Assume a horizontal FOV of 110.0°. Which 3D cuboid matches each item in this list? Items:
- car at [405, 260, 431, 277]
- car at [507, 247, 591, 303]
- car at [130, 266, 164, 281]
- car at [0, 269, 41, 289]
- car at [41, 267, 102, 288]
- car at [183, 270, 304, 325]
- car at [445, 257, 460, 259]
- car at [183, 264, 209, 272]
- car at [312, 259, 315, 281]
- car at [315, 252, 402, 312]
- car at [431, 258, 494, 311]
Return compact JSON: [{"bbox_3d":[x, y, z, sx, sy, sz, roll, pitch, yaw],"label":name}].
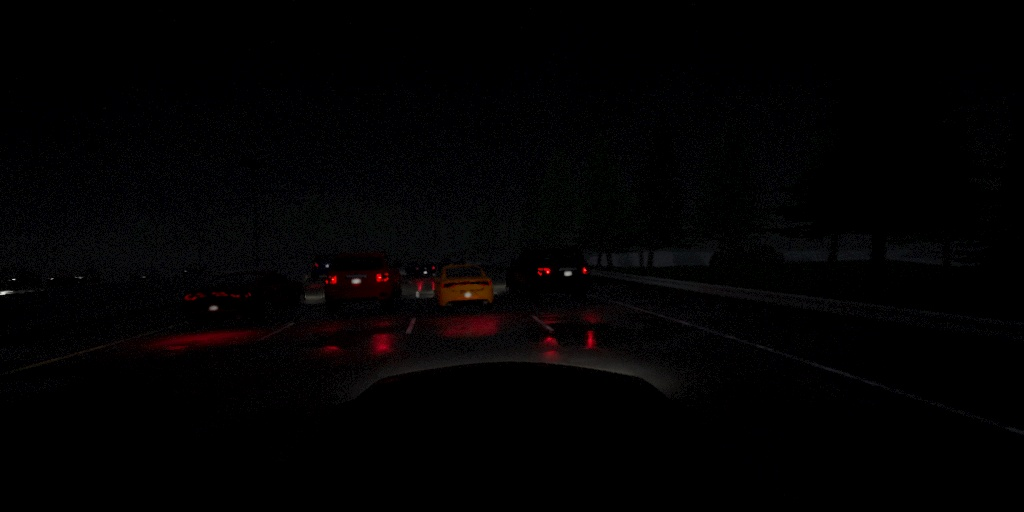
[{"bbox_3d":[-7.814,0.999,30.398,1.895,1.301,4.718,-2,1,-25],"label":"car"},{"bbox_3d":[1.316,0.674,15.026,2.150,2.045,5.566,-2,1,-14],"label":"car"},{"bbox_3d":[-34.915,1.651,34.378,1.895,1.301,4.718,-2,1,-39],"label":"car"},{"bbox_3d":[-38.711,1.772,27.812,2.128,1.511,4.902,-2,1,-36],"label":"car"},{"bbox_3d":[-35.404,1.643,29.157,1.882,1.535,5.008,-2,1,-35],"label":"car"},{"bbox_3d":[-8.856,1.257,12.366,1.882,1.535,5.008,-2,1,-13],"label":"car"},{"bbox_3d":[-5.628,0.797,33.893,1.812,1.442,4.674,-2,1,-26],"label":"car"},{"bbox_3d":[-32.512,1.536,36.955,1.895,1.301,4.718,-2,1,-39],"label":"car"},{"bbox_3d":[-14.794,0.836,28.899,2.150,2.045,5.566,-2,1,-26],"label":"car"},{"bbox_3d":[-5.665,0.878,14.170,2.150,2.045,5.566,-2,1,-14],"label":"car"},{"bbox_3d":[-1.974,1.045,13.721,1.882,1.535,5.008,-2,1,-14],"label":"car"}]
